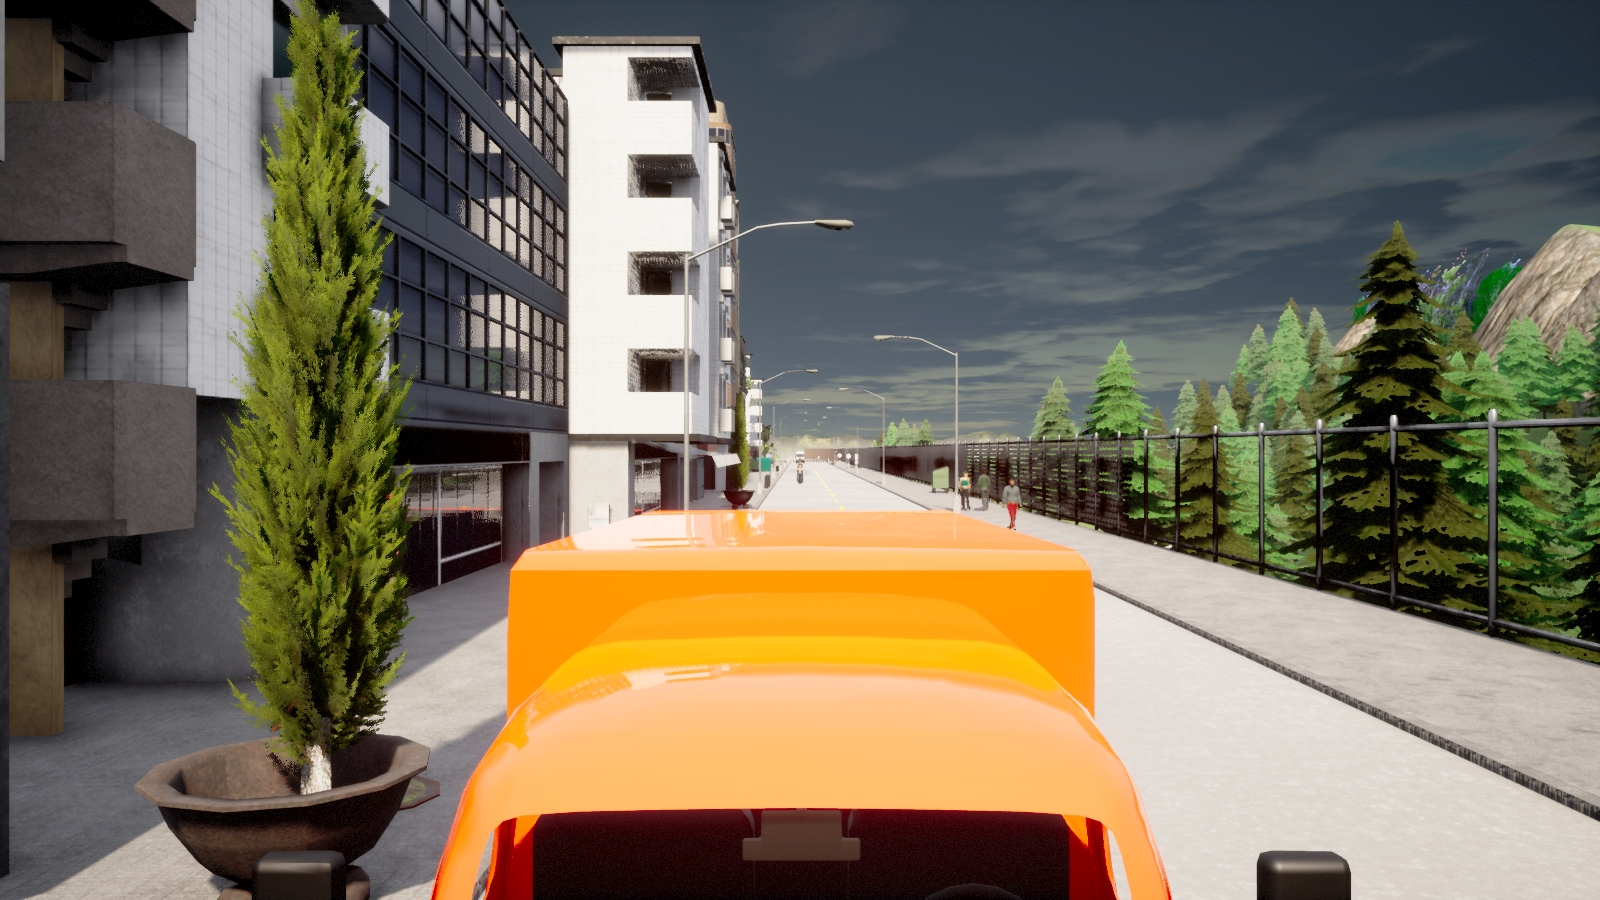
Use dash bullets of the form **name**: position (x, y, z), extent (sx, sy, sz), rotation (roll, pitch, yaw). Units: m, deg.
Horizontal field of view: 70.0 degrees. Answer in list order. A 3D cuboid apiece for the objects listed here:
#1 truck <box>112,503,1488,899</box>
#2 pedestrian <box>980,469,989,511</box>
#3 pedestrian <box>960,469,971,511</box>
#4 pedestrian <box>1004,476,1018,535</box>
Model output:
- **truck**: position (0.000, 1.571, 4.781), extent (2.627, 2.467, 5.204), rotation (0, 0, 0)
- **pedestrian**: position (8.188, 1.764, 50.690), extent (0.375, 1.860, 0.375), rotation (0, 0, 12)
- **pedestrian**: position (7.345, 1.765, 50.765), extent (0.375, 1.860, 0.375), rotation (0, 0, -6)
- **pedestrian**: position (6.744, 1.759, 36.545), extent (0.375, 1.860, 0.375), rotation (0, 0, -2)
